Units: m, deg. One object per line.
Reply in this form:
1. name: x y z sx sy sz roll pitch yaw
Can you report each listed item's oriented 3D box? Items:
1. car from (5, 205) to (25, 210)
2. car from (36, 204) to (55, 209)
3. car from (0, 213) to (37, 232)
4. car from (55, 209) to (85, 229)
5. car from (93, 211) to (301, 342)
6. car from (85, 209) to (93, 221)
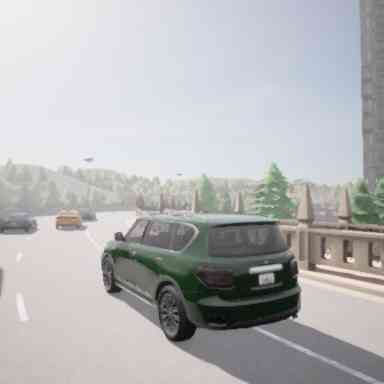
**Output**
1. car: -33.998 3.342 63.609 1.837 1.490 4.892 0 -2 5
2. car: -29.897 3.105 67.793 2.097 1.767 4.553 0 -2 8
3. car: -13.391 2.319 25.865 1.994 1.385 4.181 1 -2 -17
4. car: -10.708 2.331 29.013 1.882 1.535 5.008 1 -2 -15
5. car: -0.276 1.460 7.286 2.150 2.045 5.566 1 -2 -31
6. car: -12.909 2.746 40.235 1.994 1.385 4.181 0 -2 -7
